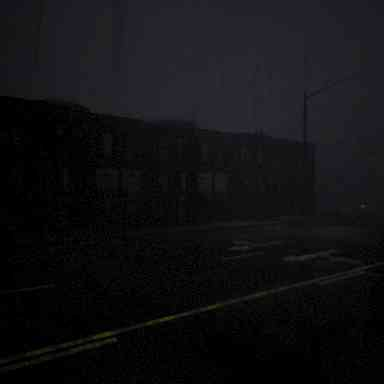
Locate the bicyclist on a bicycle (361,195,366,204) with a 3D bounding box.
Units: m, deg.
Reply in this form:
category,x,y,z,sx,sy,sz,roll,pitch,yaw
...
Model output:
category,x,y,z,sx,sy,sz,roll,pitch,yaw
bicyclist on a bicycle,30.776,1.298,59.648,1.656,1.620,0.582,0,0,-35
